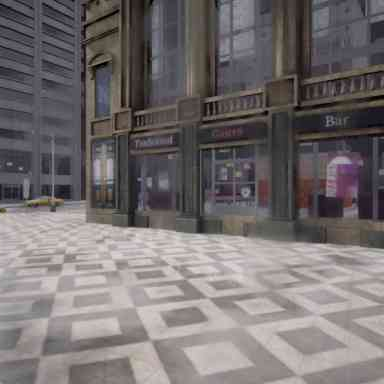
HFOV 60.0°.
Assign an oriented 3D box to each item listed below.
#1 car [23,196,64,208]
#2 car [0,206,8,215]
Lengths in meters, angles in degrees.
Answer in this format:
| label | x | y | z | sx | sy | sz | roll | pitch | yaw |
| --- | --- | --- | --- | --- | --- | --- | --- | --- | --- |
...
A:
| label | x | y | z | sx | sy | sz | roll | pitch | yaw |
| --- | --- | --- | --- | --- | --- | --- | --- | --- | --- |
| car | -18.529 | 1.146 | 41.593 | 1.752 | 1.417 | 4.829 | 1 | 2 | 36 |
| car | -18.052 | 1.343 | 27.692 | 1.752 | 1.417 | 4.829 | 1 | 2 | 36 |
